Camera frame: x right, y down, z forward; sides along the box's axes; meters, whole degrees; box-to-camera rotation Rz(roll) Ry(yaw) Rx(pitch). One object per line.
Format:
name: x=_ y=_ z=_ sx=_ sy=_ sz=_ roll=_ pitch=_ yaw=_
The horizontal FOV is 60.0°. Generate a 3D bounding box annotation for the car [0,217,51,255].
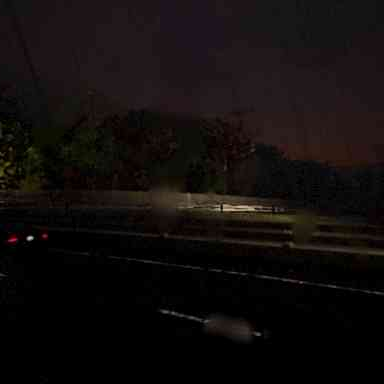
car: x=-7.827 y=1.685 z=12.760 sx=5.357 sy=1.411 sz=2.033 roll=-1 pitch=0 yaw=28

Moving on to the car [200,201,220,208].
car: x=2.602 y=2.108 z=52.656 sx=4.553 sy=1.767 sz=2.097 roll=3 pitch=-2 yaw=-32
